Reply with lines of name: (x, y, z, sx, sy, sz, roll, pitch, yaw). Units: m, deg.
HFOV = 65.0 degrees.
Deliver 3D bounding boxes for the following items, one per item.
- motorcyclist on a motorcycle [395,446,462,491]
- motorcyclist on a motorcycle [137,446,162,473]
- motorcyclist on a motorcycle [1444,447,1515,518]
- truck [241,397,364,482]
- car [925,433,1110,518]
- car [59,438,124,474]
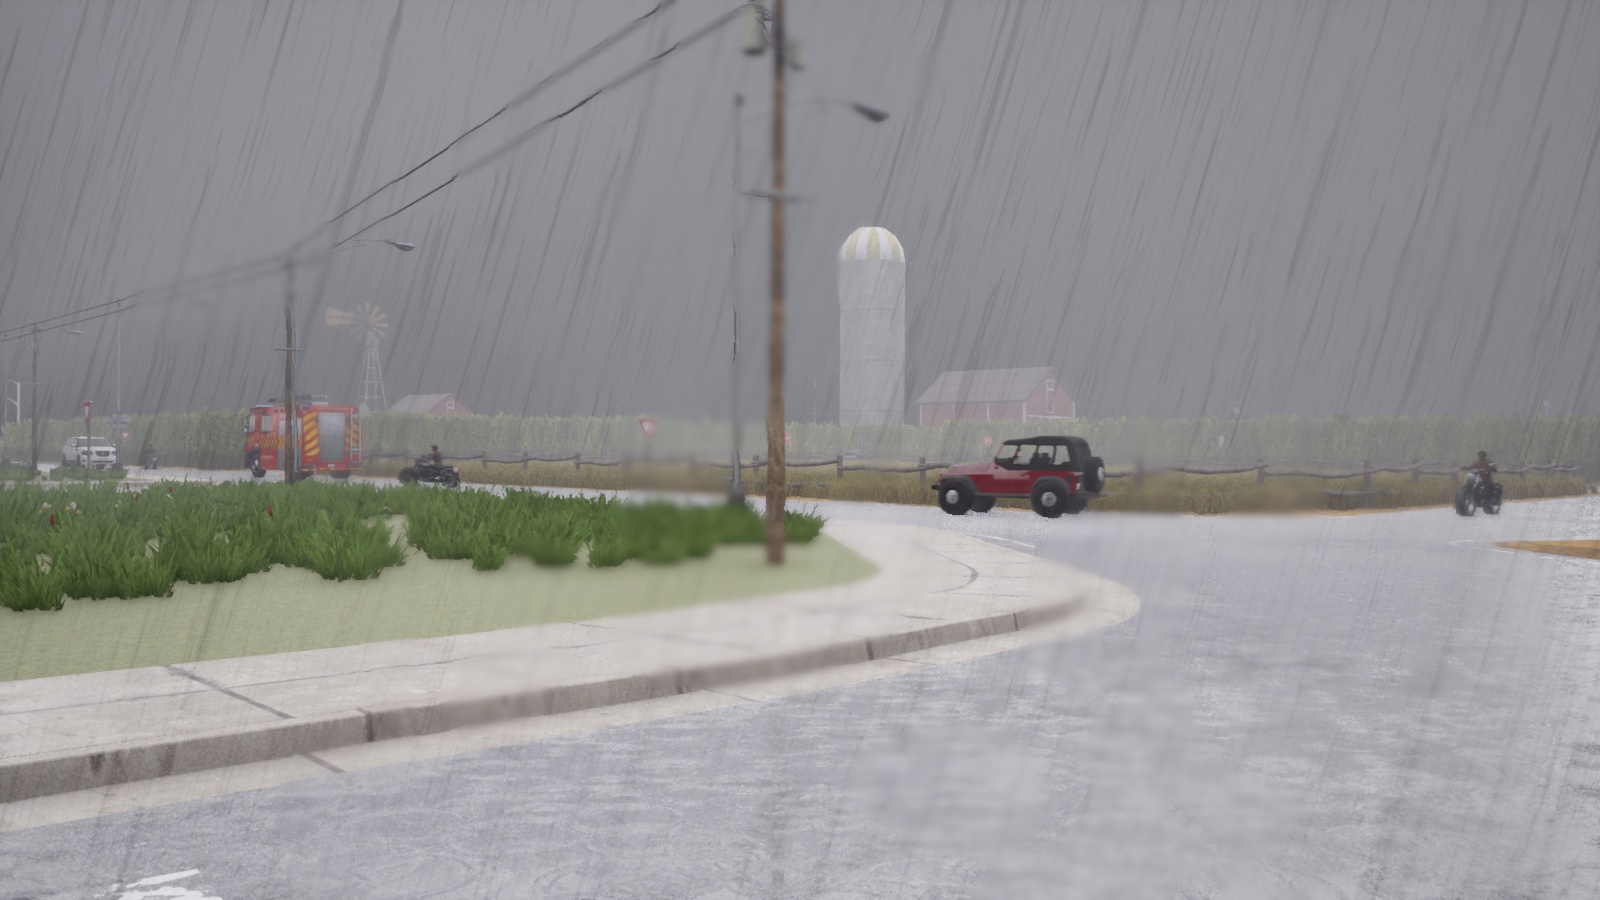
motorcyclist on a motorcycle: (-13.842, 0.675, 46.792, 2.350, 1.649, 0.766, 0, 2, 15)
motorcyclist on a motorcycle: (-40.334, 0.603, 77.816, 0.766, 1.649, 2.350, 0, 0, -43)
motorcyclist on a motorcycle: (16.528, 0.766, 30.511, 2.350, 1.649, 0.766, 0, 0, -42)
truck: (-23.990, -0.467, 60.299, 2.891, 3.827, 8.468, 0, 0, -41)
car: (5.107, 0.571, 29.536, 3.866, 1.878, 1.905, 0, 0, 30)
car: (-42.092, 0.367, 74.567, 2.150, 2.045, 5.566, 0, 0, -43)
